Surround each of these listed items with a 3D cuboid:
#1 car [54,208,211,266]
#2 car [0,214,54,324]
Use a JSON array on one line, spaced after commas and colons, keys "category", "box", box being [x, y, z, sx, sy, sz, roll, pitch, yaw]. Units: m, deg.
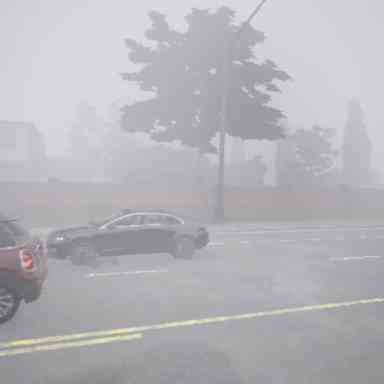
[{"category": "car", "box": [-1.836, 1.274, 10.330, 4.902, 1.511, 2.128, 1, 1, -19]}, {"category": "car", "box": [-4.913, 1.162, 5.595, 4.553, 1.767, 2.097, 1, 1, -19]}]
